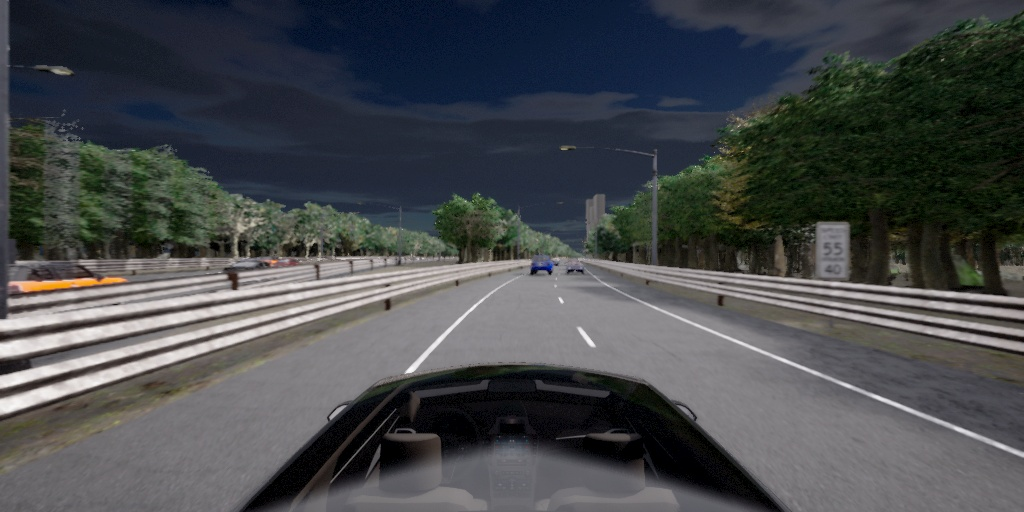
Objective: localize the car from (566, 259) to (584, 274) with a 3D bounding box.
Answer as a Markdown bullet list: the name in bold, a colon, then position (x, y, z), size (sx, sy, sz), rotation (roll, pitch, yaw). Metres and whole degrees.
- **car**: position (7.029, 1.333, 39.981), size (1.895, 1.301, 4.718), rotation (0, 0, 9)

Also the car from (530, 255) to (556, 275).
- **car**: position (3.245, 0.933, 38.523), size (2.150, 2.045, 5.566), rotation (0, 0, 9)

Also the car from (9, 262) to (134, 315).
- **car**: position (-14.683, 0.980, 11.391), size (2.097, 1.767, 4.553), rotation (1, 0, -15)

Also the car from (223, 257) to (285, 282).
- **car**: position (-18.287, 1.042, 25.414), size (1.882, 1.535, 5.008), rotation (0, 0, -14)

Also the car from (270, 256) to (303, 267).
- **car**: position (-25.000, 0.999, 40.141), size (1.812, 1.442, 4.674), rotation (0, 0, -12)
